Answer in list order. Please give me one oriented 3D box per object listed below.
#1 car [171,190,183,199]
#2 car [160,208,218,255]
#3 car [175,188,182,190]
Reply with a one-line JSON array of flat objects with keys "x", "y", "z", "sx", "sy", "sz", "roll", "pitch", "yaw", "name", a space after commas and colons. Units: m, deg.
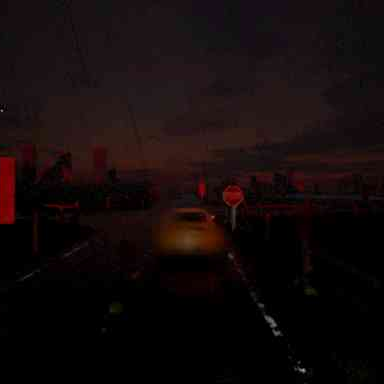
[{"x": -3.384, "y": 0.835, "z": 71.164, "sx": 2.033, "sy": 1.411, "sz": 5.357, "roll": 0, "pitch": 0, "yaw": -1, "name": "car"}, {"x": -0.120, "y": 1.335, "z": 12.670, "sx": 1.882, "sy": 1.535, "sz": 5.008, "roll": 0, "pitch": 1, "yaw": -1, "name": "car"}, {"x": -3.523, "y": 0.012, "z": 86.704, "sx": 2.150, "sy": 2.045, "sz": 5.566, "roll": 0, "pitch": 0, "yaw": -1, "name": "car"}]
